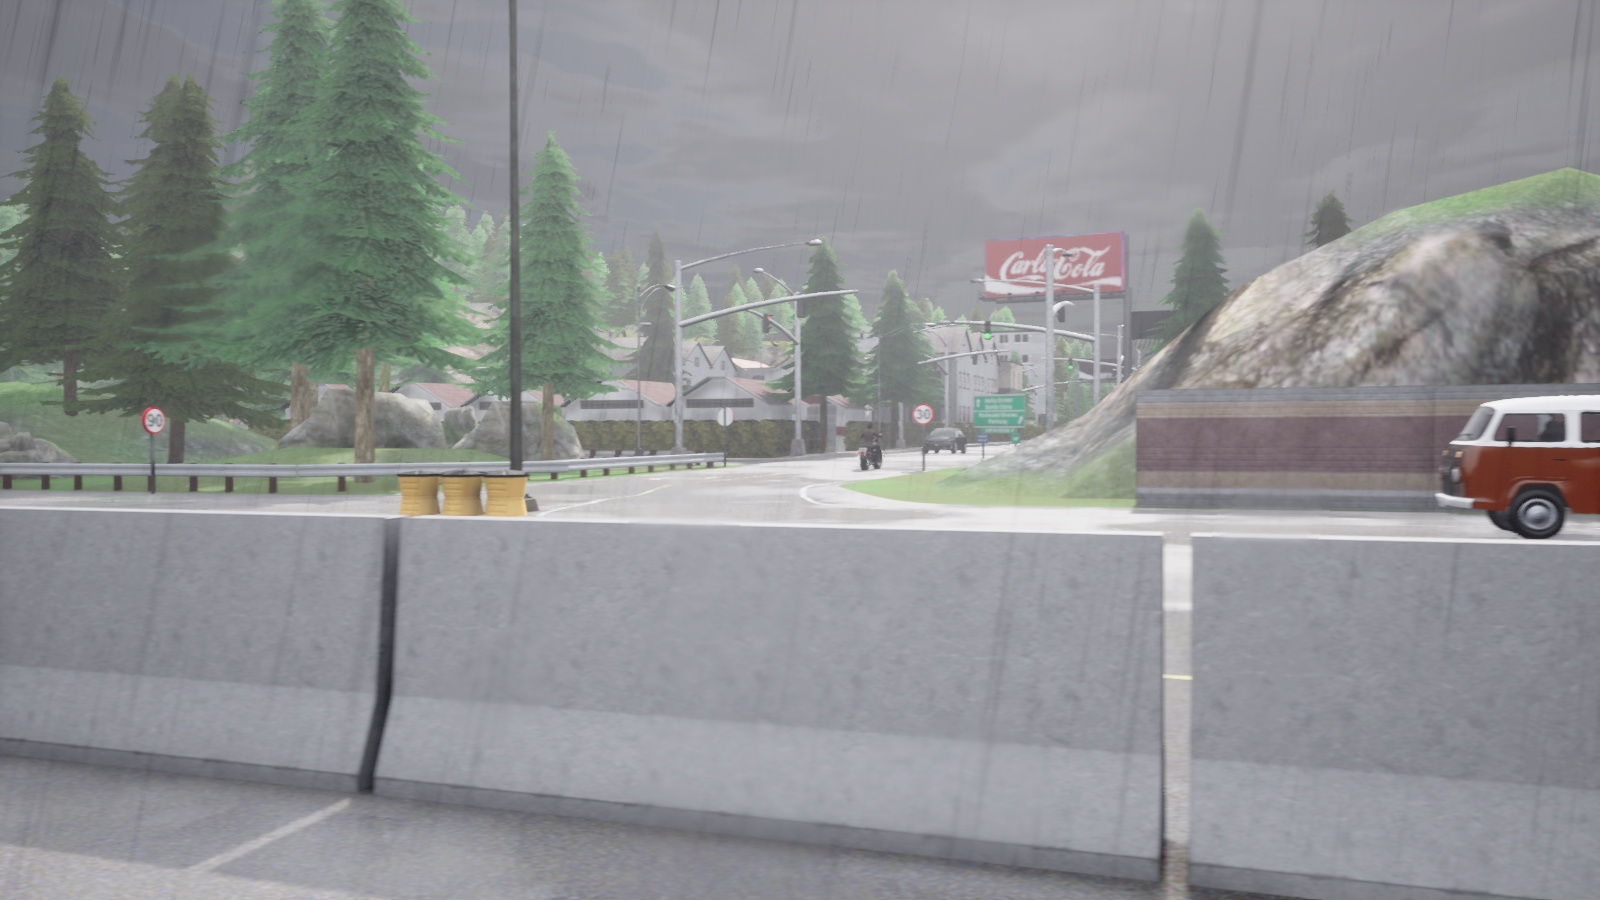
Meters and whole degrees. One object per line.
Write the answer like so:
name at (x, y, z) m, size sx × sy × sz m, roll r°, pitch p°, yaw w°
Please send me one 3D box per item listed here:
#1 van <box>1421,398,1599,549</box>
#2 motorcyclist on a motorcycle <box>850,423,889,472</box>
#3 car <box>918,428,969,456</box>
van at (11.448, 0.311, 17.799) m, size 4.480 × 2.038 × 2.069 m, roll 1°, pitch 1°, yaw 19°
motorcyclist on a motorcycle at (2.404, -0.100, 43.099) m, size 0.766 × 1.649 × 2.350 m, roll 1°, pitch 1°, yaw 18°
car at (8.242, -0.469, 71.811) m, size 1.837 × 1.490 × 4.892 m, roll 2°, pitch 1°, yaw 19°
